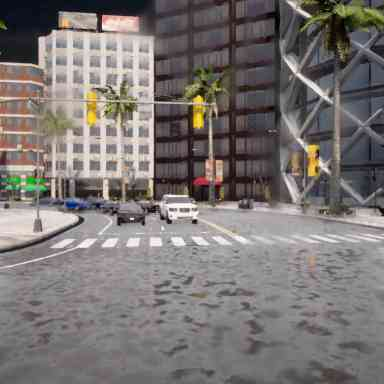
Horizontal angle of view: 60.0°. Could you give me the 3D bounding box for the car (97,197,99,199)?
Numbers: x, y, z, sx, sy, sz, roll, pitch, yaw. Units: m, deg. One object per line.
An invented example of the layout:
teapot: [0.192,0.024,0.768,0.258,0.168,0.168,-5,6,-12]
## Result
car: [-10.963,1.601,42.707,4.718,1.301,1.895,0,0,42]

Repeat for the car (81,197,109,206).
car: [-16.023,1.564,54.749,4.181,1.385,1.994,0,0,28]

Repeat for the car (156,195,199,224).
car: [-1.121,1.221,25.259,2.150,2.045,5.566,0,0,-14]

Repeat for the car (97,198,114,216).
car: [-7.622,1.601,32.935,1.895,1.301,4.718,0,0,-30]

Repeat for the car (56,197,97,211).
car: [-14.229,1.478,40.941,5.008,1.535,1.882,0,0,40]

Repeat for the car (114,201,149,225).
car: [-4.479,1.478,24.143,1.882,1.535,5.008,0,0,-13]

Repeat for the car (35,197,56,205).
car: [-25.281,1.564,58.471,4.181,1.385,1.994,0,0,15]

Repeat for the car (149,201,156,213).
car: [-4.489,1.601,34.426,1.895,1.301,4.718,0,0,-29]
